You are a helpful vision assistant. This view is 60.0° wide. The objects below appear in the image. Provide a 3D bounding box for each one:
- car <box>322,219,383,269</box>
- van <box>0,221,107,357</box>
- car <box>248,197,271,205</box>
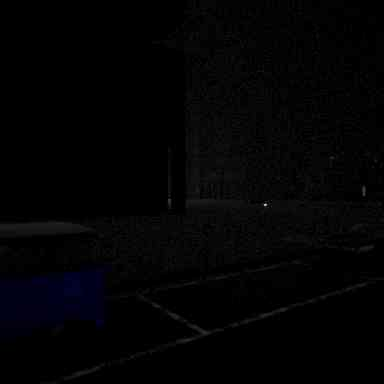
[{"bbox_3d":[6.082,1.574,10.994,4.206,1.307,1.802,0,0,-36],"label":"car"},{"bbox_3d":[-3.160,1.341,4.398,3.998,1.788,1.690,0,0,-36],"label":"van"},{"bbox_3d":[12.439,1.609,61.540,1.812,1.442,4.674,0,0,-36],"label":"car"}]
